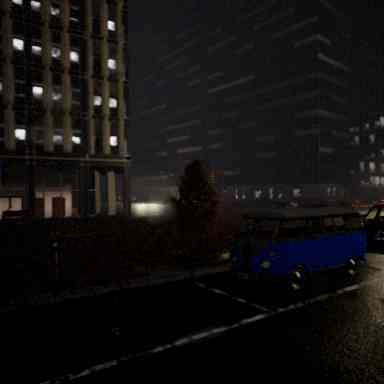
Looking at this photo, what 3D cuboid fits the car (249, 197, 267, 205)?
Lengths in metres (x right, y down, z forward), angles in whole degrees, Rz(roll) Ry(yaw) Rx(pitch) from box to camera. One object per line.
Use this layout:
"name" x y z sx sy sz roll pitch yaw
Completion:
"car" 12.990 1.678 64.195 1.947 1.339 4.313 -2 1 -41

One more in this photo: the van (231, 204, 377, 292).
"van" 2.836 1.335 8.602 3.998 1.788 1.690 0 -1 -35

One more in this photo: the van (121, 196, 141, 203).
"van" -15.495 1.823 84.381 1.690 1.788 3.998 -2 1 -41

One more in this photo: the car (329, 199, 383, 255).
"car" 7.416 1.304 11.869 5.009 1.841 2.192 0 -1 -35

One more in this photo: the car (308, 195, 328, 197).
"car" 20.363 1.362 55.634 2.192 1.841 5.009 -2 1 -41

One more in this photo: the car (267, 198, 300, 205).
"car" 13.980 1.666 50.202 1.967 1.590 4.097 -2 1 -41

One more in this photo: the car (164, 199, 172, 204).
"car" -4.437 1.969 71.567 1.802 1.307 4.206 -2 1 -41

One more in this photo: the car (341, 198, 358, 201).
"car" 24.061 1.596 51.361 1.802 1.307 4.206 -2 1 -41

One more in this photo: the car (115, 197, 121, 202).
"car" -19.064 2.037 88.526 1.752 1.417 4.829 -2 1 -41

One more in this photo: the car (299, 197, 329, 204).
"car" 17.667 1.760 45.931 1.947 1.339 4.313 -2 1 -41

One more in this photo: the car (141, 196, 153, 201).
"car" -12.842 1.900 94.142 1.947 1.339 4.313 -2 1 -41
